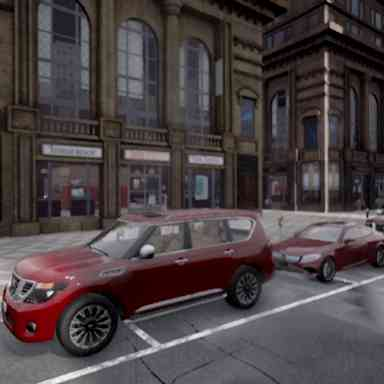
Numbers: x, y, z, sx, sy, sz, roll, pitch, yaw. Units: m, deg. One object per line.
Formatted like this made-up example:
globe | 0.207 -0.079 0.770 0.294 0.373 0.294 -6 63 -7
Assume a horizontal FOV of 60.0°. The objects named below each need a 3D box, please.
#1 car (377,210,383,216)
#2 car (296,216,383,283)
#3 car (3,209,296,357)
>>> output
car | 8.532 1.203 12.676 5.009 1.841 2.192 -1 1 -35
car | 3.962 1.514 9.440 4.206 1.307 1.802 -1 1 -35
car | -0.609 1.291 6.200 5.009 1.841 2.192 -1 1 -35
